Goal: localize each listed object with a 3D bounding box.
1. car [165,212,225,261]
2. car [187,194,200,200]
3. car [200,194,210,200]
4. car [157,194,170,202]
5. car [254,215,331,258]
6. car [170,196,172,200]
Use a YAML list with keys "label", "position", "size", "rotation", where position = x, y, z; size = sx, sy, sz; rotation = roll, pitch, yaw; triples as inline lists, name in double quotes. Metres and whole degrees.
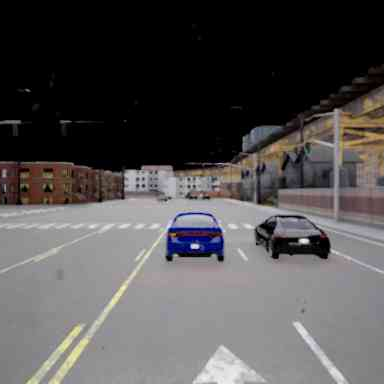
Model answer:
- label: "car"
  position: [0.114, 1.468, 12.260]
  size: [1.882, 1.535, 5.008]
  rotation: [0, 0, 1]
- label: "car"
  position: [0.419, 1.271, 90.377]
  size: [2.097, 1.767, 4.553]
  rotation: [0, 0, -3]
- label: "car"
  position: [3.913, 1.395, 91.248]
  size: [1.882, 1.535, 5.008]
  rotation: [0, 0, -3]
- label: "car"
  position: [-6.645, 1.296, 73.834]
  size: [2.097, 1.767, 4.553]
  rotation: [0, 0, 0]
- label: "car"
  position: [3.620, 1.551, 12.687]
  size: [1.994, 1.385, 4.181]
  rotation: [0, 0, 1]
- label: "car"
  position: [-6.572, 1.450, 89.440]
  size: [1.812, 1.442, 4.674]
  rotation: [0, 0, 0]
